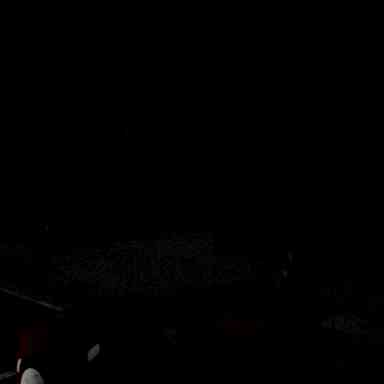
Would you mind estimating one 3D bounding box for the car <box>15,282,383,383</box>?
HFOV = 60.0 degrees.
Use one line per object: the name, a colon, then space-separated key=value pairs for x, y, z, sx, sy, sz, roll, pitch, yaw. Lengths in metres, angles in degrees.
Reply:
car: x=0.196 y=1.535 z=2.935 sx=4.507 sy=1.381 sz=1.887 roll=0 pitch=0 yaw=35
